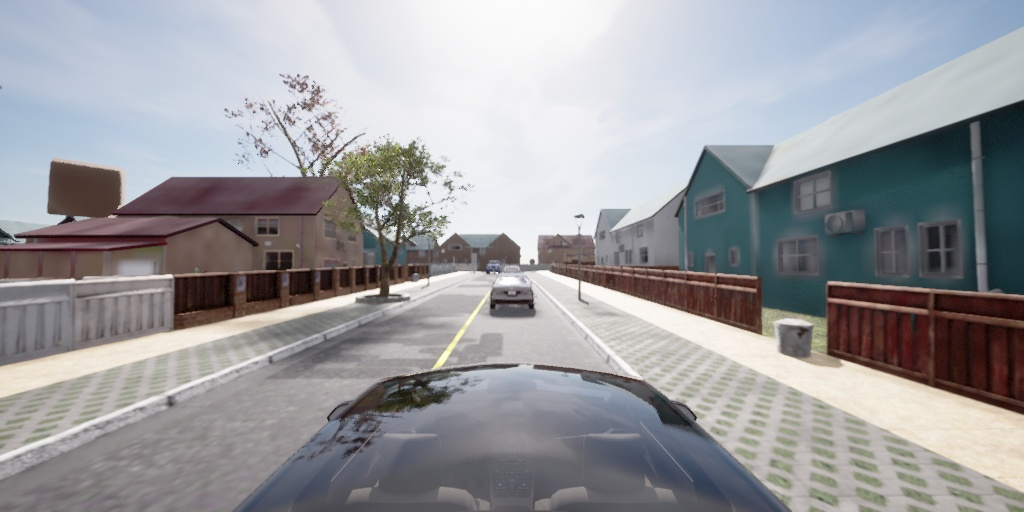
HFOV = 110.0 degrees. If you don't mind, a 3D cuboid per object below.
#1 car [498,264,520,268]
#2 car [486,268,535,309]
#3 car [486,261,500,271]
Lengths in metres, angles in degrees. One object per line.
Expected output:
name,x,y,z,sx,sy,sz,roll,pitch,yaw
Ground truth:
car,0.005,1.620,31.171,1.837,1.490,4.892,0,0,0
car,0.002,1.449,15.865,2.033,1.411,5.357,0,-1,0
car,-2.750,1.731,55.585,2.150,2.045,5.566,0,-1,0
